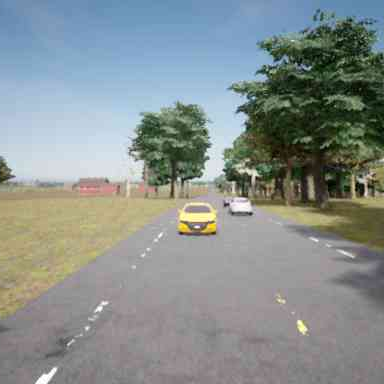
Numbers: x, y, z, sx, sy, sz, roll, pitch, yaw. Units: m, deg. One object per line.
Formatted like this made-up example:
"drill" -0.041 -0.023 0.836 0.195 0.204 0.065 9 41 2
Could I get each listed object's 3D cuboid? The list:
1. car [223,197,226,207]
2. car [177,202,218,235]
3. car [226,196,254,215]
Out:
"car" 4.881 1.200 42.186 1.895 1.301 4.718 0 1 4
"car" 0.305 1.305 17.728 1.882 1.535 5.008 0 1 2
"car" 4.311 1.246 29.866 1.812 1.442 4.674 0 1 3
